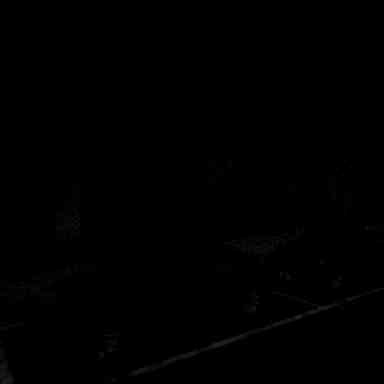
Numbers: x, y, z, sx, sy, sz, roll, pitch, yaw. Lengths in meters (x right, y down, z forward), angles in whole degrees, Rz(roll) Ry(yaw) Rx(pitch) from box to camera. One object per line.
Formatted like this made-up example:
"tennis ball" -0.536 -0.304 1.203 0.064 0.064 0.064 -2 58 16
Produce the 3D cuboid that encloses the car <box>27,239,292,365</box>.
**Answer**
"car" -0.470 1.574 5.854 4.313 1.339 1.947 0 0 -36

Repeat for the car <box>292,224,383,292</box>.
"car" 3.936 1.587 8.999 4.313 1.339 1.947 0 0 -36
